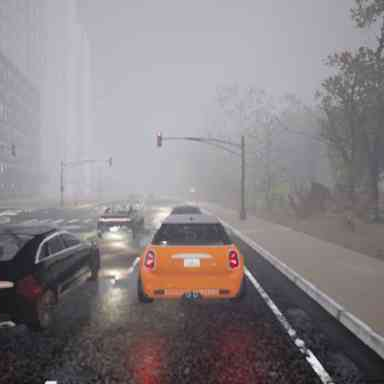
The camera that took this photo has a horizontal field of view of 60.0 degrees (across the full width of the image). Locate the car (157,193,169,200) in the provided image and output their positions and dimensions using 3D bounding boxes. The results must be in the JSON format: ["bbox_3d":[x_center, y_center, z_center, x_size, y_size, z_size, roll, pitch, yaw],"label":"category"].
[{"bbox_3d":[-6.884,1.232,81.244,1.895,1.301,4.718,0,0,-10],"label":"car"}]

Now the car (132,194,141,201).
[{"bbox_3d":[-12.028,1.190,72.200,1.837,1.490,4.892,0,0,-8],"label":"car"}]

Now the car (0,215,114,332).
[{"bbox_3d":[-3.249,1.467,6.742,2.128,1.511,4.902,0,0,-1],"label":"car"}]

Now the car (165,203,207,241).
[{"bbox_3d":[-0.301,1.411,17.510,1.882,1.535,5.008,0,0,-1],"label":"car"}]

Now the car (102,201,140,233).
[{"bbox_3d":[-3.529,1.427,17.062,2.128,1.511,4.902,0,0,-2],"label":"car"}]

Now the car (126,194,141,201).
[{"bbox_3d":[-10.058,1.118,56.872,2.097,1.767,4.553,0,0,-6],"label":"car"}]

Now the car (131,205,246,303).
[{"bbox_3d":[-0.028,1.321,8.289,2.097,1.767,4.553,0,0,-1],"label":"car"}]

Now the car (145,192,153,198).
[{"bbox_3d":[-11.839,0.905,90.605,1.882,1.535,5.008,0,0,-10],"label":"car"}]

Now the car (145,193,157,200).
[{"bbox_3d":[-10.020,1.122,80.304,1.882,1.535,5.008,0,0,-9],"label":"car"}]

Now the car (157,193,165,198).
[{"bbox_3d":[-8.641,0.946,91.187,1.812,1.442,4.674,0,0,-10],"label":"car"}]
